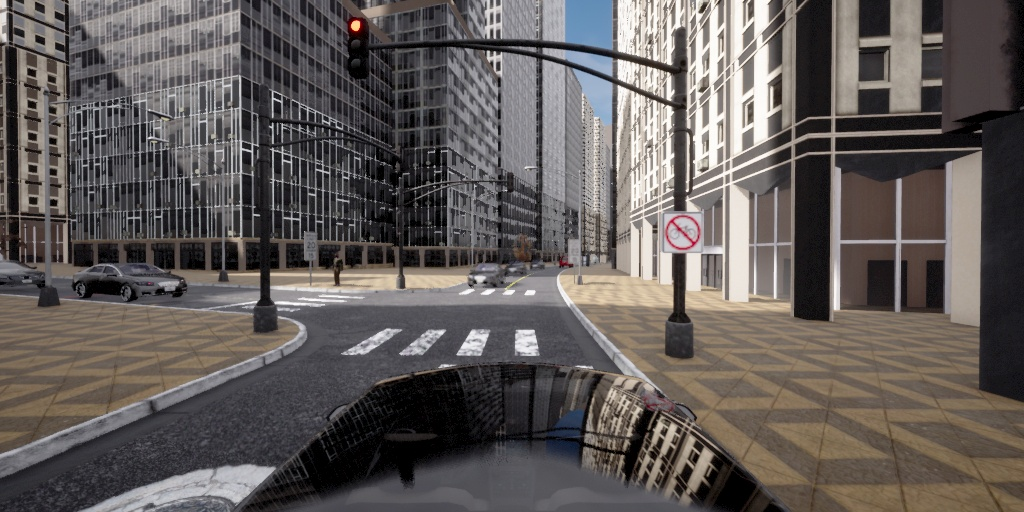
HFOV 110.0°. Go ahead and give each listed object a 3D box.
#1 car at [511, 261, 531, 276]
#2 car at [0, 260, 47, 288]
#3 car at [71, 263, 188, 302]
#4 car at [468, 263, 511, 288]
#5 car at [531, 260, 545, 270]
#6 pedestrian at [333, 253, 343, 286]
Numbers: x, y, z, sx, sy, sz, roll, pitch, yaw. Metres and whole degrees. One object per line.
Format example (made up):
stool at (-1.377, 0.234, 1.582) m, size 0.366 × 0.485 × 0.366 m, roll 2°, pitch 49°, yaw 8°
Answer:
car at (0.468, 1.318, 39.168) m, size 2.128 × 1.511 × 4.902 m, roll 0°, pitch 0°, yaw 10°
car at (-25.926, 0.941, 18.180) m, size 4.674 × 1.442 × 1.812 m, roll 1°, pitch 1°, yaw 17°
car at (-16.366, 1.043, 15.381) m, size 4.902 × 1.511 × 2.128 m, roll 1°, pitch 1°, yaw 16°
car at (-1.624, 1.264, 24.118) m, size 2.128 × 1.511 × 4.902 m, roll 0°, pitch 0°, yaw 7°
car at (3.961, 1.408, 56.161) m, size 2.128 × 1.511 × 4.902 m, roll 0°, pitch 0°, yaw 14°
pedestrian at (-9.518, 0.716, 19.477) m, size 0.375 × 1.860 × 0.375 m, roll 0°, pitch 0°, yaw 16°
